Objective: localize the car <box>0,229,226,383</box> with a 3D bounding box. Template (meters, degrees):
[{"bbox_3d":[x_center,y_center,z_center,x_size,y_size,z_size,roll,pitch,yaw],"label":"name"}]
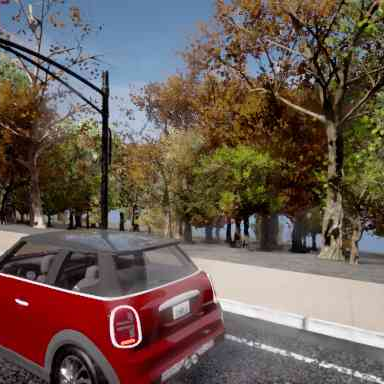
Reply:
[{"bbox_3d":[-1.848,1.351,5.004,4.553,1.767,2.097,0,0,36],"label":"car"}]
